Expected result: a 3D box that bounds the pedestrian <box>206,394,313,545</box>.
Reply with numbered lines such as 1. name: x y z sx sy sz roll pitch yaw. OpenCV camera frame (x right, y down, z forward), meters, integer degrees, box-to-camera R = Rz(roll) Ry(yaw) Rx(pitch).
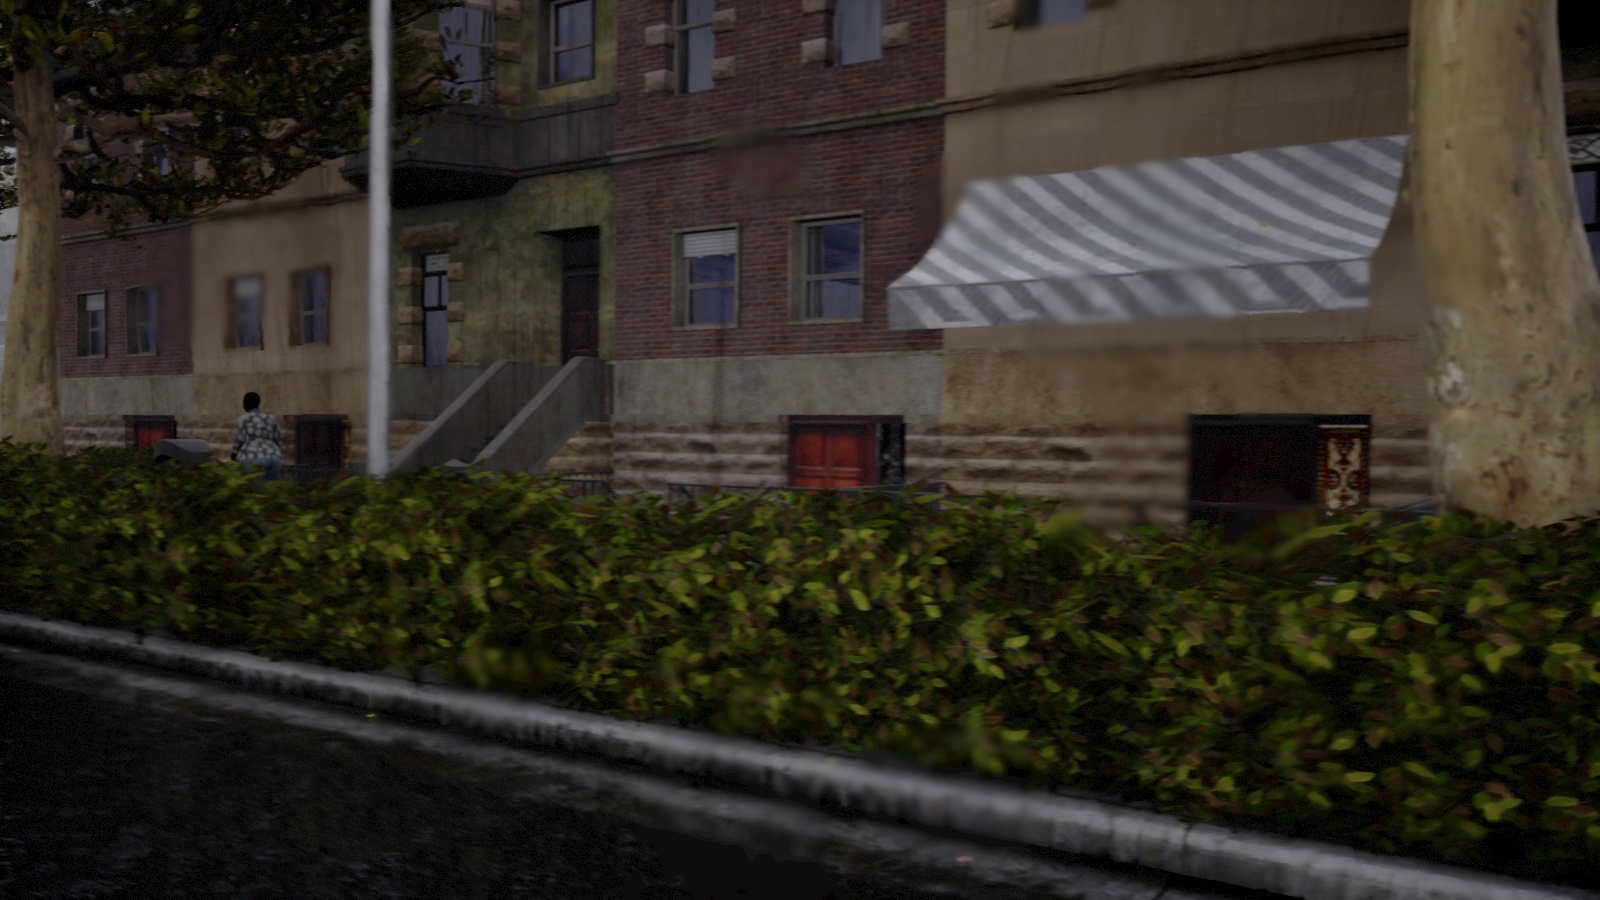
1. pedestrian: -6.864 0.233 15.950 0.900 1.855 0.874 0 1 34
